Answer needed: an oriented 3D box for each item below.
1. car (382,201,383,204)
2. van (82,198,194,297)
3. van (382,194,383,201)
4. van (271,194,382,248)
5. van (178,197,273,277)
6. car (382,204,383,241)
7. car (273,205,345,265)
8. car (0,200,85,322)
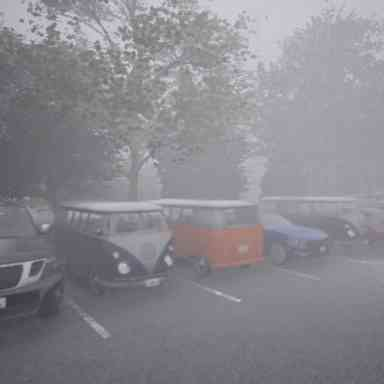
[{"bbox_3d":[9.011,1.381,16.525,2.163,1.488,4.792,0,0,-35],"label":"car"},{"bbox_3d":[-2.073,1.227,8.439,1.878,1.987,4.442,-1,0,-35],"label":"van"},{"bbox_3d":[11.216,1.119,18.206,1.878,1.987,4.442,0,0,-36],"label":"van"},{"bbox_3d":[4.701,1.156,13.281,1.878,1.987,4.442,0,0,-36],"label":"van"},{"bbox_3d":[0.047,1.202,10.238,1.878,1.987,4.442,-1,0,-35],"label":"van"},{"bbox_3d":[6.863,1.393,14.992,2.163,1.488,4.792,0,0,-35],"label":"car"},{"bbox_3d":[2.368,1.403,11.757,2.097,1.535,5.008,-1,0,-35],"label":"car"},{"bbox_3d":[-4.379,1.226,6.903,2.435,2.045,5.566,-1,0,-36],"label":"car"}]
